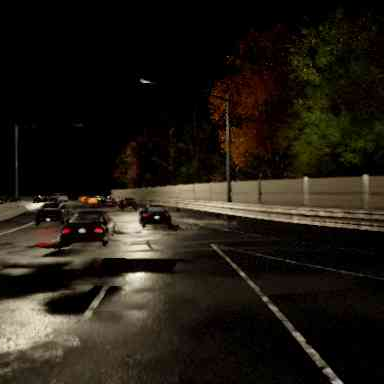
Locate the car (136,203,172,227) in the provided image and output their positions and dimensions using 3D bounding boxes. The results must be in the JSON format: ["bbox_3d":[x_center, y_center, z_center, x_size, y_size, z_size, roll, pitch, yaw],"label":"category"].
[{"bbox_3d":[-2.585,1.567,22.735,1.994,1.385,4.181,0,0,-12],"label":"car"}]

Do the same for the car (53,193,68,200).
[{"bbox_3d":[-27.016,1.179,67.466,2.150,2.045,5.566,0,0,-41],"label":"car"}]

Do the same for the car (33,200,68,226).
[{"bbox_3d":[-9.931,1.556,24.048,1.837,1.490,4.892,0,0,-13],"label":"car"}]

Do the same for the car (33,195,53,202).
[{"bbox_3d":[-29.758,1.498,65.296,2.128,1.511,4.902,0,0,-41],"label":"car"}]

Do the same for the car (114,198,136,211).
[{"bbox_3d":[-7.997,1.533,40.748,1.837,1.490,4.892,0,0,-21],"label":"car"}]

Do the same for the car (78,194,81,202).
[{"bbox_3d":[-22.350,1.277,69.150,2.097,1.767,4.553,0,0,-25],"label":"car"}]

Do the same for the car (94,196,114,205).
[{"bbox_3d":[-13.489,1.549,52.899,2.128,1.511,4.902,0,0,-29],"label":"car"}]

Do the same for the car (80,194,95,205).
[{"bbox_3d":[-19.234,1.442,63.233,2.097,1.767,4.553,0,0,-28],"label":"car"}]

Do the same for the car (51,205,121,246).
[{"bbox_3d":[-4.657,1.569,15.439,2.033,1.411,5.357,0,0,-9],"label":"car"}]
